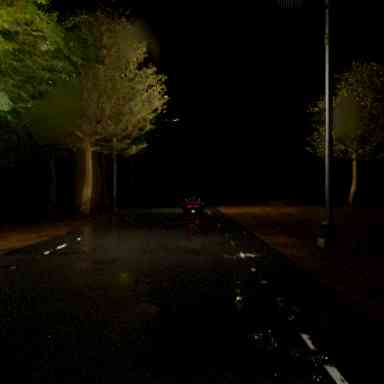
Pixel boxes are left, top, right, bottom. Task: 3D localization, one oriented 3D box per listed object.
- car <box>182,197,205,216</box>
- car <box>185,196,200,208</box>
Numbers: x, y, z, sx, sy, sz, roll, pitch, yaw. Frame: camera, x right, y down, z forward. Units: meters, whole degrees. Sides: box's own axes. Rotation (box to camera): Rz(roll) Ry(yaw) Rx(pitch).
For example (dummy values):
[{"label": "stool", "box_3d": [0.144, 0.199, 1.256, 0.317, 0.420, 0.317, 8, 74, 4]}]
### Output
[{"label": "car", "box_3d": [0.105, 1.407, 31.349, 1.837, 1.490, 4.892, 0, 0, 0]}, {"label": "car", "box_3d": [0.052, 1.351, 45.072, 1.882, 1.535, 5.008, 0, 0, 0]}]
